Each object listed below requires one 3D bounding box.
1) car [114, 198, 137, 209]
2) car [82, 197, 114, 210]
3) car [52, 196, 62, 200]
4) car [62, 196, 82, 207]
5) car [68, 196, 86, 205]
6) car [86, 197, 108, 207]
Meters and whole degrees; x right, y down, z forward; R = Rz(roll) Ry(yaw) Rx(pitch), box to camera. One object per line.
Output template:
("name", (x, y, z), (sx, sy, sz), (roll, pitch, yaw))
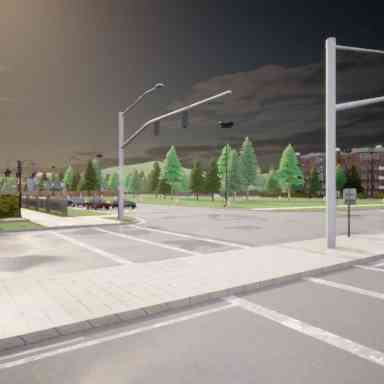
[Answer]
("car", (-9.390, 1.547, 44.899), (2.033, 1.411, 5.357), (0, 0, -36))
("car", (-12.176, 1.601, 42.789), (1.895, 1.301, 4.718), (0, 0, -36))
("car", (-23.423, 1.505, 58.317), (1.837, 1.490, 4.892), (0, 0, -36))
("car", (-17.586, 1.505, 50.232), (1.837, 1.490, 4.892), (0, 0, -36))
("car", (-21.285, 1.478, 61.356), (1.882, 1.535, 5.008), (0, 0, -36))
("car", (-15.186, 1.505, 52.891), (1.837, 1.490, 4.892), (0, 0, -36))
